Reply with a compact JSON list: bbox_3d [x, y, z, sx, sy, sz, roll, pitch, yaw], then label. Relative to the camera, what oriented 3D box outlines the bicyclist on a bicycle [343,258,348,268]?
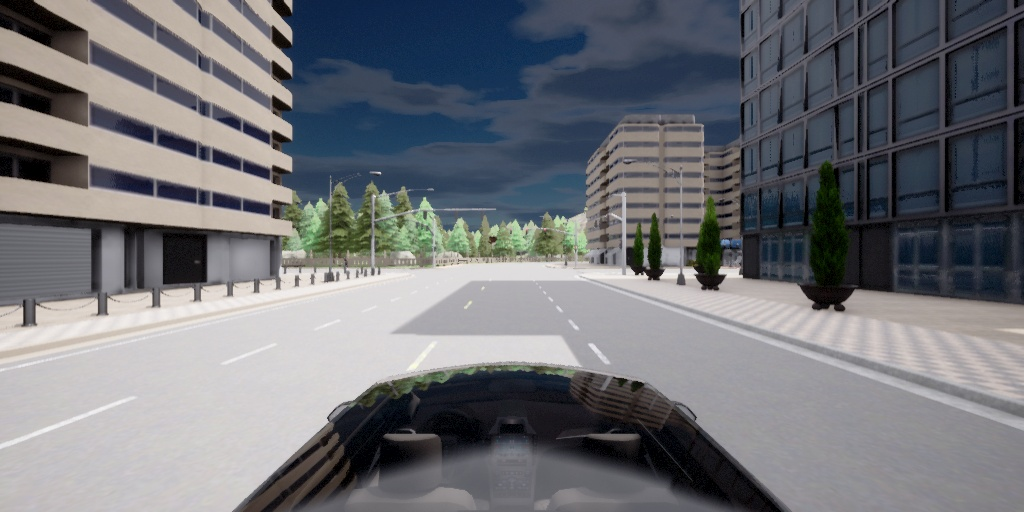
[{"bbox_3d":[-25.674,1.080,55.334,0.582,1.620,1.656,0,0,0],"label":"bicyclist on a bicycle"}]
